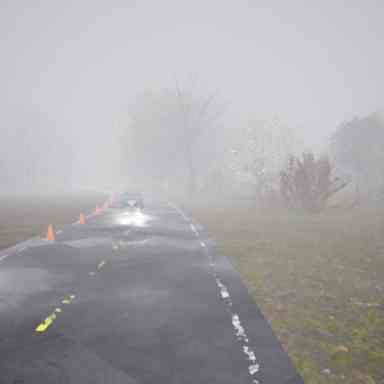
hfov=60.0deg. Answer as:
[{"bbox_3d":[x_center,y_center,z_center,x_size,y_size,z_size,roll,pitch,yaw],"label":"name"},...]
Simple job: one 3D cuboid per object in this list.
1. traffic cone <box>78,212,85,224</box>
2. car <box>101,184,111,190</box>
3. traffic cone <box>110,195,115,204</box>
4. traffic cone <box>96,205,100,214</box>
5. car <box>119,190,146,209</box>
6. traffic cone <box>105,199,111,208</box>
[{"bbox_3d":[-5.827,1.368,17.561,0.340,0.580,0.340,0,2,-6],"label":"traffic cone"},{"bbox_3d":[-20.618,-1.161,79.646,1.837,1.490,4.892,-1,2,-25],"label":"car"},{"bbox_3d":[-7.866,0.880,32.198,0.340,0.580,0.340,0,2,-10],"label":"traffic cone"},{"bbox_3d":[-6.380,1.205,22.457,0.340,0.580,0.340,0,2,-7],"label":"traffic cone"},{"bbox_3d":[-4.934,0.570,27.606,2.128,1.511,4.902,0,2,-9],"label":"car"},{"bbox_3d":[-7.060,1.043,27.337,0.340,0.580,0.340,0,2,-9],"label":"traffic cone"}]
